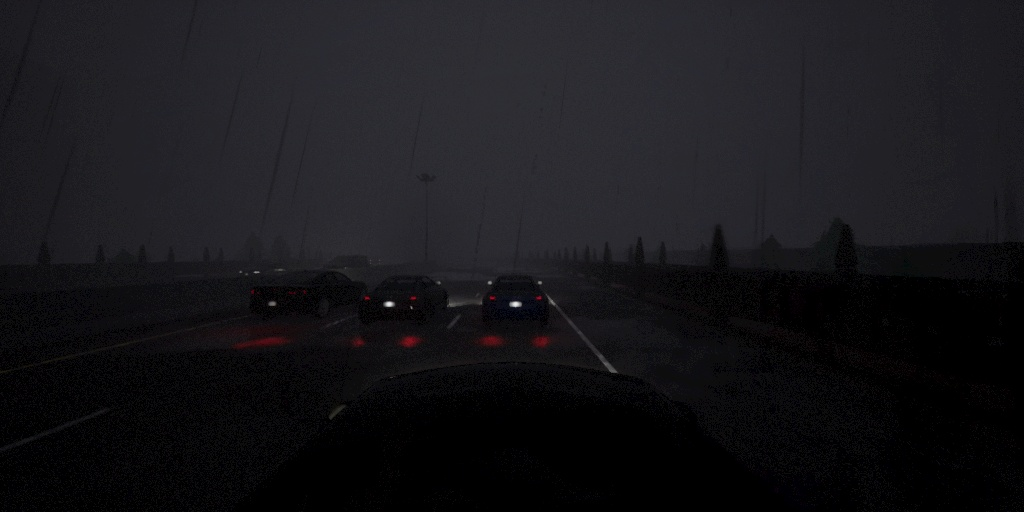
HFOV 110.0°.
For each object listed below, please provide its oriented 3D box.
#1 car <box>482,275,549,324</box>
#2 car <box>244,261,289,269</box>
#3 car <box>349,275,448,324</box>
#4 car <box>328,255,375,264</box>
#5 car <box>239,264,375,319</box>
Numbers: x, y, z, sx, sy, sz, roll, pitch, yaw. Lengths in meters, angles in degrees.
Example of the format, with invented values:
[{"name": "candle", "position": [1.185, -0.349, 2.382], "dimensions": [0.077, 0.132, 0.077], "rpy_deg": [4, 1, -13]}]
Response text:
[{"name": "car", "position": [0.100, 1.302, 11.924], "dimensions": [1.994, 1.385, 4.181], "rpy_deg": [0, 0, 0]}, {"name": "car", "position": [-21.111, 1.217, 30.937], "dimensions": [1.837, 1.490, 4.892], "rpy_deg": [0, 0, 0]}, {"name": "car", "position": [-3.400, 1.302, 11.930], "dimensions": [1.994, 1.385, 4.181], "rpy_deg": [0, 0, 0]}, {"name": "car", "position": [-14.105, 0.935, 30.751], "dimensions": [2.150, 2.045, 5.566], "rpy_deg": [0, 0, 0]}, {"name": "car", "position": [-6.901, 1.214, 12.799], "dimensions": [1.882, 1.535, 5.008], "rpy_deg": [0, 0, 0]}]
